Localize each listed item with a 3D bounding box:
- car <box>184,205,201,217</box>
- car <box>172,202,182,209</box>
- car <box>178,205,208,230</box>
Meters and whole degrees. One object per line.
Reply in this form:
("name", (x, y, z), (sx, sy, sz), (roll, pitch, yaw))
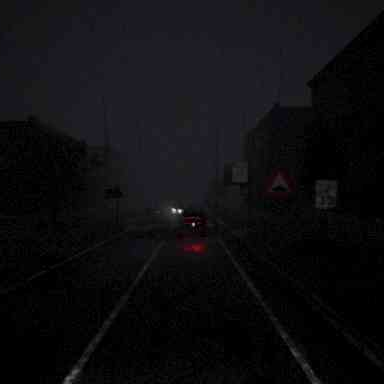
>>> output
("car", (0.103, 2.378, 41.842), (1.994, 1.385, 4.181), (0, -1, 0))
("car", (-3.000, 2.772, 67.889), (2.128, 1.511, 4.902), (0, -1, 0))
("car", (0.099, 1.977, 24.662), (1.837, 1.490, 4.892), (0, -1, 0))
